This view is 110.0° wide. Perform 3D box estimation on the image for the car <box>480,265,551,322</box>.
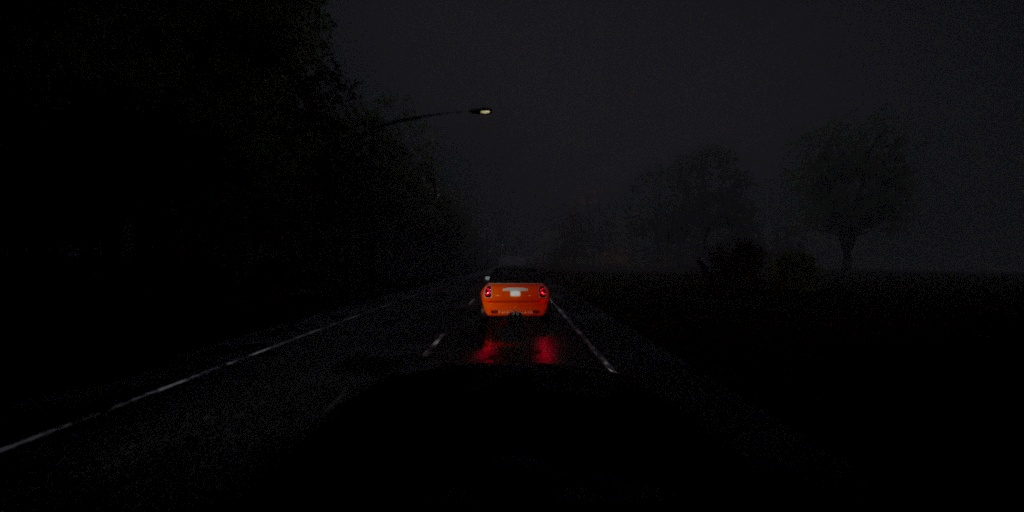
[{"bbox_3d":[0.099,1.095,12.381,2.097,1.767,4.553,0,0,0],"label":"car"}]
